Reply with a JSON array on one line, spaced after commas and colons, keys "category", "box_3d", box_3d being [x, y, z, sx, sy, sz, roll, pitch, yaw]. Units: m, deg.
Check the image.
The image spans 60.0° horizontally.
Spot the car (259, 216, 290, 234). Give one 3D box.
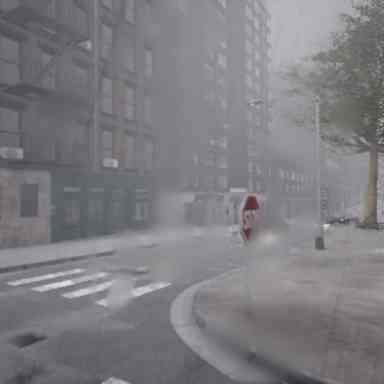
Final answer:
[{"category": "car", "box_3d": [6.767, 2.731, 28.136, 2.033, 1.411, 5.357, -1, -3, 32]}]

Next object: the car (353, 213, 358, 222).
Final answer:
[{"category": "car", "box_3d": [23.454, 3.723, 49.523, 1.994, 1.385, 4.181, -1, -3, 32]}]

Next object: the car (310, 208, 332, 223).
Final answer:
[{"category": "car", "box_3d": [18.018, 3.240, 46.010, 2.150, 2.045, 5.566, -1, -3, 32]}]

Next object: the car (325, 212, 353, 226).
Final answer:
[{"category": "car", "box_3d": [18.146, 3.395, 40.911, 1.895, 1.301, 4.718, -1, -3, 32]}]
